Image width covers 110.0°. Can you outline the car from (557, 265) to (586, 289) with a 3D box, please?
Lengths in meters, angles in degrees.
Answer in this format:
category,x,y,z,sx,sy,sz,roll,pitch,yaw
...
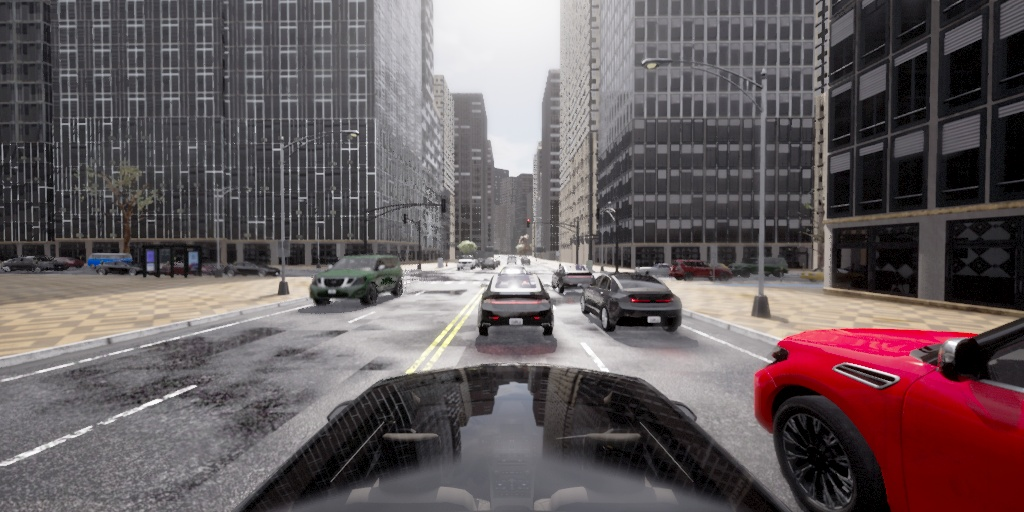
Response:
category,x,y,z,sx,sy,sz,roll,pitch,yaw
car,3.338,1.226,20.093,2.128,1.511,4.902,0,0,0

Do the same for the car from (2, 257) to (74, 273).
category,x,y,z,sx,sy,sz,roll,pitch,yaw
car,-46.074,0.846,34.644,4.892,1.490,1.837,0,1,1

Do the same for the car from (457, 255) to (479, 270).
category,x,y,z,sx,sy,sz,roll,pitch,yaw
car,-6.625,0.919,52.575,2.150,2.045,5.566,0,0,0

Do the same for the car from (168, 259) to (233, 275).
category,x,y,z,sx,sy,sz,roll,pitch,yaw
car,-29.733,1.015,34.291,4.674,1.442,1.812,0,1,1

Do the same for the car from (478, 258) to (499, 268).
category,x,y,z,sx,sy,sz,roll,pitch,yaw
car,-3.375,1.176,52.126,1.882,1.535,5.008,0,0,0

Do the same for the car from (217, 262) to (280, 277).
category,x,y,z,sx,sy,sz,roll,pitch,yaw
car,-22.753,1.164,31.448,4.313,1.339,1.948,0,0,1

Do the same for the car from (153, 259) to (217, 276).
category,x,y,z,sx,sy,sz,roll,pitch,yaw
car,-28.437,1.128,31.578,4.207,1.307,1.802,0,0,1

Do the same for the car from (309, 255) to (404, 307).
category,x,y,z,sx,sy,sz,roll,pitch,yaw
car,-6.547,0.961,15.901,2.150,2.045,5.566,0,0,1

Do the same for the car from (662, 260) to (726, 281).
category,x,y,z,sx,sy,sz,roll,pitch,yaw
car,16.173,1.260,30.948,5.009,1.841,2.192,0,0,1

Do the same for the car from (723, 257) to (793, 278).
category,x,y,z,sx,sy,sz,roll,pitch,yaw
car,24.979,1.148,36.575,5.566,2.045,2.150,0,1,1

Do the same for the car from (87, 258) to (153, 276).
category,x,y,z,sx,sy,sz,roll,pitch,yaw
car,-34.117,1.059,31.747,4.313,1.339,1.948,0,0,1

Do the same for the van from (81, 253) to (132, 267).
category,x,y,z,sx,sy,sz,roll,pitch,yaw
van,-45.315,0.592,40.400,3.998,1.789,1.690,0,0,1

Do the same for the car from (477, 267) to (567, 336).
category,x,y,z,sx,sy,sz,roll,pitch,yaw
car,0.093,1.235,10.351,2.128,1.511,4.902,0,0,0

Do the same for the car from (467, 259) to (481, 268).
category,x,y,z,sx,sy,sz,roll,pitch,yaw
car,-6.609,1.247,62.616,1.994,1.385,4.181,0,0,0

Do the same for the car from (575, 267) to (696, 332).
category,x,y,z,sx,sy,sz,roll,pitch,yaw
car,3.342,1.248,10.845,1.837,1.490,4.892,0,0,0

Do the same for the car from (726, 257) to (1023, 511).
category,x,y,z,sx,sy,sz,roll,pitch,yaw
car,3.348,0.972,0.981,2.150,2.045,5.566,0,0,0

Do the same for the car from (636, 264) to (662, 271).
category,x,y,z,sx,sy,sz,roll,pitch,yaw
car,15.074,1.441,36.730,4.718,1.301,1.895,0,1,0

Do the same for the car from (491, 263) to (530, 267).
category,x,y,z,sx,sy,sz,roll,pitch,yaw
car,0.087,1.282,20.087,2.033,1.411,5.357,0,0,0
